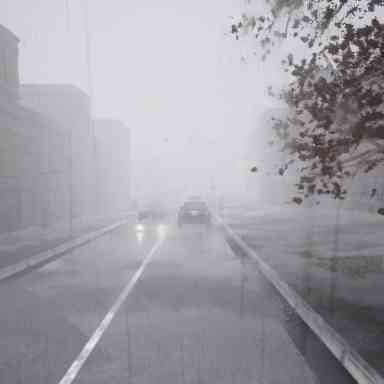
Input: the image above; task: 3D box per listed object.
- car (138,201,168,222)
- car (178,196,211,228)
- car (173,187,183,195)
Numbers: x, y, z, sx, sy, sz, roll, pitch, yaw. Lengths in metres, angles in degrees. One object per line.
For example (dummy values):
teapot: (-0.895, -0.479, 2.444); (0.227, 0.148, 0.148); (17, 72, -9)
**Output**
car: (-3.022, 1.464, 26.458); (1.882, 1.535, 5.008); (0, 0, 0)
car: (0.161, 1.341, 22.290); (2.097, 1.767, 4.553); (0, 0, 0)
car: (-2.814, -0.201, 67.524); (1.882, 1.535, 5.008); (0, 4, 0)
